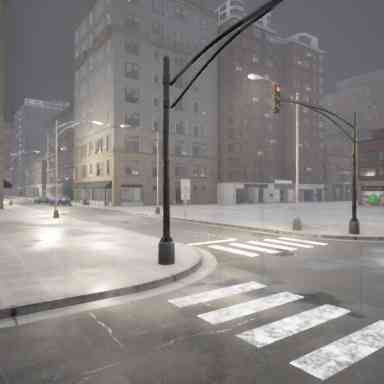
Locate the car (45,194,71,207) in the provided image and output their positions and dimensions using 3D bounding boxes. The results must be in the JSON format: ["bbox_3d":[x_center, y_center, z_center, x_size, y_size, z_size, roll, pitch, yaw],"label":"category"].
[{"bbox_3d":[-18.779,1.125,47.107,2.097,1.767,4.553,0,0,-36],"label":"car"}]

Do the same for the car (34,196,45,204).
[{"bbox_3d":[-25.380,1.287,56.348,1.994,1.385,4.181,0,0,-36],"label":"car"}]
